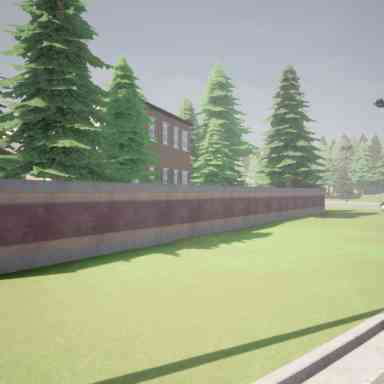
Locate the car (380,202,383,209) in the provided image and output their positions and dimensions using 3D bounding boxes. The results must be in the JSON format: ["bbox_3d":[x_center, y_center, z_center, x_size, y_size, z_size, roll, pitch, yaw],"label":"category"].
[{"bbox_3d":[25.199,1.505,40.693,1.837,1.490,4.892,0,0,-6],"label":"car"}]
